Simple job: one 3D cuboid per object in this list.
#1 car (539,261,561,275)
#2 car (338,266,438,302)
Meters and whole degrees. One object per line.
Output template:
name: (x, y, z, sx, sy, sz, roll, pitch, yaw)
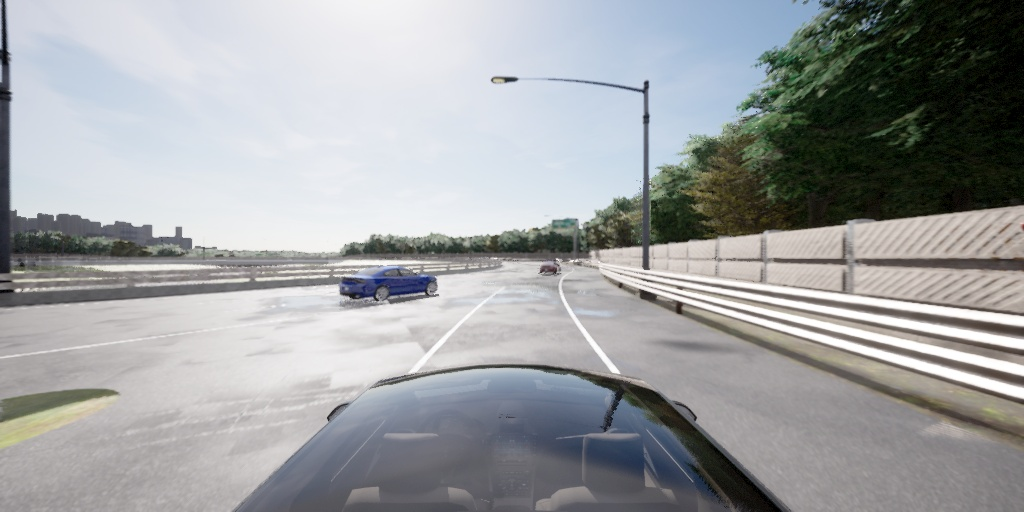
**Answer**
car: (4.343, 1.310, 40.795, 1.812, 1.442, 4.674, 0, 0, 16)
car: (-5.671, 1.220, 17.102, 1.882, 1.535, 5.008, 0, 0, 30)
